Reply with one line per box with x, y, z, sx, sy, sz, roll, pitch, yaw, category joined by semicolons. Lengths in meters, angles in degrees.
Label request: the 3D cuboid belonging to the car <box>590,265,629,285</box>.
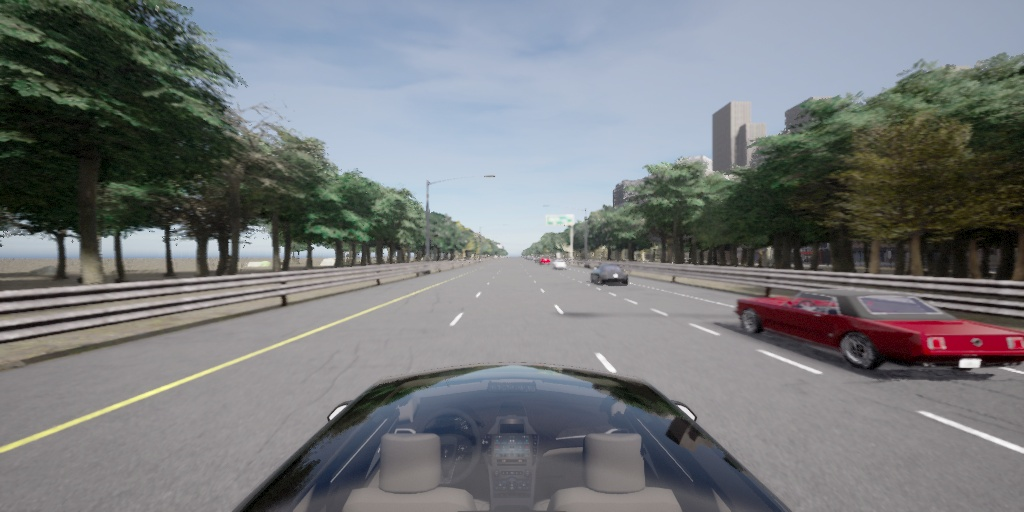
7.029;1.325;26.314;1.994;1.385;4.181;0;0;0;car

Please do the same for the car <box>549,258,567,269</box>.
7.141;1.287;54.579;1.812;1.442;4.674;0;0;0;car

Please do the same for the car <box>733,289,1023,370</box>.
7.000;1.355;7.698;1.895;1.301;4.718;0;0;0;car
